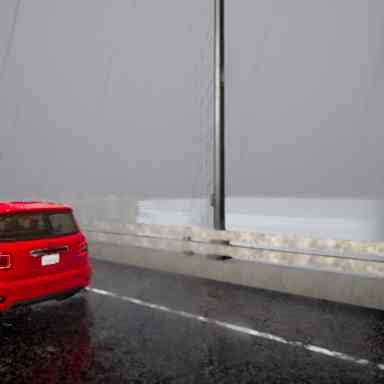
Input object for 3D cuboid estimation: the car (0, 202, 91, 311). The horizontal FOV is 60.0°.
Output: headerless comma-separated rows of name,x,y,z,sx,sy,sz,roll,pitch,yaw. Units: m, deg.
car,-4.535,1.226,7.128,5.566,2.045,2.150,0,0,36
